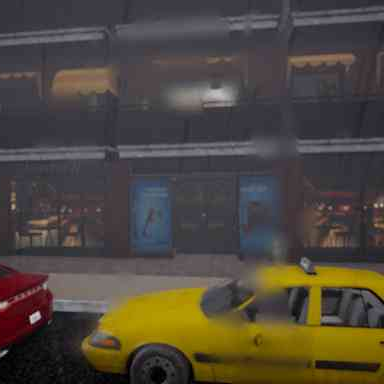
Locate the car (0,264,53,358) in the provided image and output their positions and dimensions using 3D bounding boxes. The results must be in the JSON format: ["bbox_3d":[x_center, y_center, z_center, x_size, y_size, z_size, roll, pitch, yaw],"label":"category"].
[{"bbox_3d":[-4.321,1.548,4.707,4.507,1.381,1.887,0,-1,6],"label":"car"}]

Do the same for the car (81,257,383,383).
[{"bbox_3d":[1.148,1.524,4.111,4.829,1.417,1.752,0,-1,6],"label":"car"}]
